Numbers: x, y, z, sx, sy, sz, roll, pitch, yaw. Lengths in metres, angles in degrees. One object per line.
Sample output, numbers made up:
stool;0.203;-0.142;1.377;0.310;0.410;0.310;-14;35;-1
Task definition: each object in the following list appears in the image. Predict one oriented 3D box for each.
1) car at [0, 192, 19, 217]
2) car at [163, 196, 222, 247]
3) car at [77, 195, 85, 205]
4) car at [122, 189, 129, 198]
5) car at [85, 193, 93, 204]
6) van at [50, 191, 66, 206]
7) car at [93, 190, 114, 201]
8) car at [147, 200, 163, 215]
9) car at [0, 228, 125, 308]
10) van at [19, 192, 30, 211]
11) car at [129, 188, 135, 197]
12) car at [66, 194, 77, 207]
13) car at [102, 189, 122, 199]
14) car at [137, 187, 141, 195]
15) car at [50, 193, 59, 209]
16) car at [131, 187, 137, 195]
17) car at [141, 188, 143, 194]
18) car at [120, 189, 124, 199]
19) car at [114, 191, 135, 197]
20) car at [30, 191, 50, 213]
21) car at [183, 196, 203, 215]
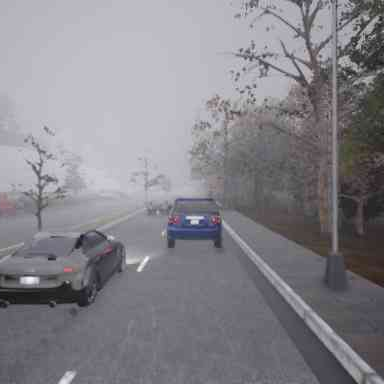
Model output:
car;-16.897;1.067;25.656;5.566;2.045;2.435;-1;1;-20
car;0.098;1.161;14.838;2.150;2.045;5.566;0;0;0
car;-16.855;1.108;43.570;4.674;1.452;2.002;-1;1;-20
car;-16.825;0.422;70.603;5.566;2.045;2.435;-1;1;-20
car;-16.833;1.055;46.588;4.792;1.488;2.163;-1;1;-20
van;-16.974;0.928;37.559;4.442;1.987;1.878;-1;1;-20
car;-16.828;0.887;58.592;4.792;1.488;2.163;-1;1;-20
car;-2.906;1.357;30.527;1.895;1.301;4.718;0;1;0
car;-2.901;1.546;7.961;1.994;1.385;4.181;0;0;0
van;-16.761;1.049;28.699;4.442;1.987;1.878;-1;1;-20
car;-16.673;0.547;76.660;5.366;1.575;1.946;-1;1;-20
car;-16.833;0.984;40.595;4.553;1.767;2.185;-1;1;-20
car;-17.022;0.771;64.515;5.366;1.575;1.946;-1;1;-20
car;-16.872;0.132;88.594;4.553;1.767;2.185;-1;1;-20
car;-16.858;1.195;34.623;4.892;1.521;2.231;-1;1;-20
car;-16.872;0.236;79.581;5.566;2.045;2.435;-1;2;-20
car;-16.841;0.213;91.608;4.674;1.452;2.002;-1;1;-20
car;-16.854;0.762;67.588;4.674;1.452;2.002;-1;1;-20
car;-16.868;0.445;82.586;4.792;1.488;2.163;-1;2;-20
car;-16.843;0.984;31.651;5.566;2.045;2.435;-1;1;-20
car;0.094;1.239;32.183;1.837;1.490;4.892;0;1;0
